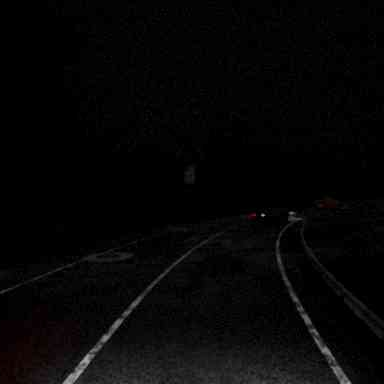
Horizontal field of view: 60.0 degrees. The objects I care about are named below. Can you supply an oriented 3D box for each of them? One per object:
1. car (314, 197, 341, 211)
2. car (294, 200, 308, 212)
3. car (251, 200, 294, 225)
[{"bbox_3d":[16.153,1.338,39.578,1.882,1.535,5.008,-5,-2,41],"label":"car"},{"bbox_3d":[12.387,1.689,40.630,1.895,1.301,4.718,-4,-2,41],"label":"car"},{"bbox_3d":[5.707,1.557,24.010,2.033,1.411,5.357,-2,-1,25],"label":"car"}]
